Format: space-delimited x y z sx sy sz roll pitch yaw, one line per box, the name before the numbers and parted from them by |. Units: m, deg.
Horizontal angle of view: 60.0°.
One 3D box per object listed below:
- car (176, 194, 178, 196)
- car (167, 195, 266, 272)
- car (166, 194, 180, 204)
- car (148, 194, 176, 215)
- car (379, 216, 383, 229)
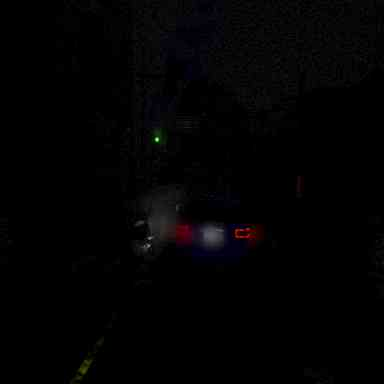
car | -2.846 1.036 39.606 1.882 1.535 5.008 0 1 0
car | 1.179 1.202 11.063 2.150 2.045 5.566 0 0 15
car | -2.800 0.952 49.913 1.895 1.301 4.718 0 1 0
car | -2.865 1.223 30.198 2.128 1.511 4.902 0 1 -1
car | 12.711 1.439 17.497 5.009 1.841 2.192 1 0 0
